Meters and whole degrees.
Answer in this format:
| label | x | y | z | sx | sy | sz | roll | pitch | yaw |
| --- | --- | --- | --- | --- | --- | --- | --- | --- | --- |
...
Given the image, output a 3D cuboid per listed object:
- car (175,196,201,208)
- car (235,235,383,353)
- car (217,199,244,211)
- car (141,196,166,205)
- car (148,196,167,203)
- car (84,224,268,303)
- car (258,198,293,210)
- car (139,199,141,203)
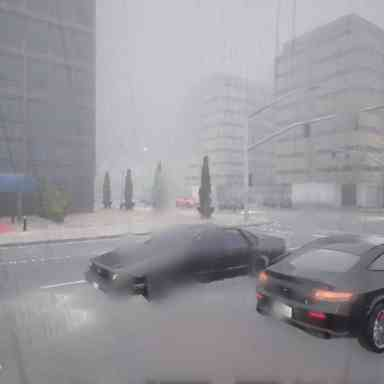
| label | x | y | z | sx | sy | sz | roll | pitch | yaw |
| --- | --- | --- | --- | --- | --- | --- | --- | --- | --- |
| car | -0.500 | 1.351 | 47.535 | 2.097 | 1.767 | 4.553 | 0 | 0 | -35 |
| car | 3.190 | 1.526 | 6.098 | 4.674 | 1.442 | 1.812 | 0 | 0 | -35 |
| car | 4.885 | 1.563 | 39.858 | 1.994 | 1.385 | 4.181 | 0 | 0 | -35 |
| car | -6.196 | 1.563 | 55.671 | 1.994 | 1.385 | 4.181 | 0 | 0 | -35 |
| car | -7.371 | 1.598 | 69.788 | 1.895 | 1.301 | 4.718 | 0 | 0 | -35 |
| car | 0.176 | 1.547 | 8.431 | 5.357 | 1.411 | 2.033 | 0 | 0 | -36 |
| car | 10.922 | 1.504 | 43.790 | 1.837 | 1.490 | 4.892 | 0 | 0 | -35 |
| car | -8.767 | 1.563 | 65.750 | 1.994 | 1.385 | 4.181 | 0 | 0 | -35 |
